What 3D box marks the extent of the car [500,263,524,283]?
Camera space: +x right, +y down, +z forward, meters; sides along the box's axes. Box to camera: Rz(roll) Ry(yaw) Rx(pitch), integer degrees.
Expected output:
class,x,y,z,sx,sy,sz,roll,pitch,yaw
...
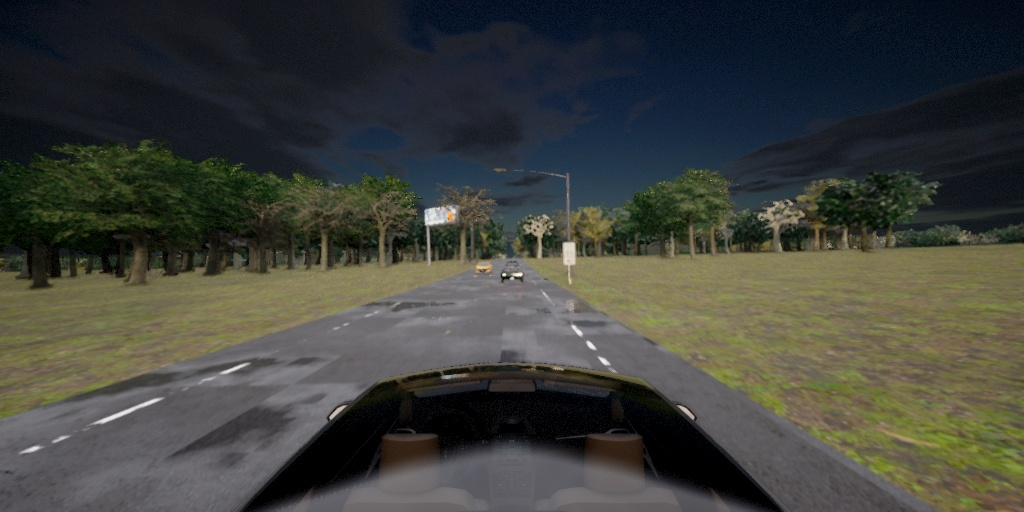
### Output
class,x,y,z,sx,sy,sz,roll,pitch,yaw
car,0.032,1.491,30.198,1.895,1.301,4.718,-1,0,1

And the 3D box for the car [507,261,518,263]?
class,x,y,z,sx,sy,sz,roll,pitch,yaw
car,0.071,1.385,43.732,1.837,1.490,4.892,-1,1,0

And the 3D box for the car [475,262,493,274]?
class,x,y,z,sx,sy,sz,roll,pitch,yaw
car,-3.478,1.467,44.875,1.882,1.535,5.008,-1,0,0
